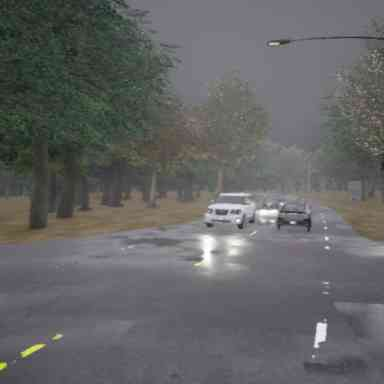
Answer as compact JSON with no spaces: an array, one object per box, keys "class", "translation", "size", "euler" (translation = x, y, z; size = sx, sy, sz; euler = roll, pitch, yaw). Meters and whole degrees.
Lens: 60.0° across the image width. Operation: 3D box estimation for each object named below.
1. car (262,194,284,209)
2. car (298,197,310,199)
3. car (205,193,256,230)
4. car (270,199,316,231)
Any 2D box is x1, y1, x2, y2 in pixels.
[{"class":"car","translation":[9.447,1.213,39.652],"size":[2.128,1.511,4.902],"euler":[1,1,18]},{"class":"car","translation":[13.725,1.312,40.821],"size":[2.033,1.411,5.357],"euler":[1,1,18]},{"class":"car","translation":[2.564,1.071,20.629],"size":[2.150,2.045,5.566],"euler":[1,1,21]},{"class":"car","translation":[6.258,1.400,19.957],"size":[2.128,1.511,4.902],"euler":[1,1,21]}]
